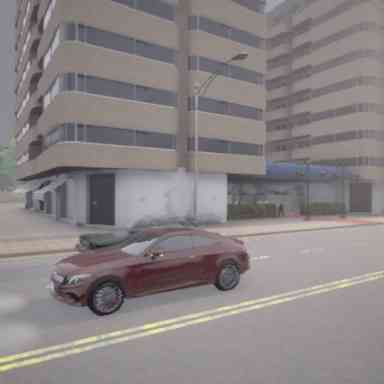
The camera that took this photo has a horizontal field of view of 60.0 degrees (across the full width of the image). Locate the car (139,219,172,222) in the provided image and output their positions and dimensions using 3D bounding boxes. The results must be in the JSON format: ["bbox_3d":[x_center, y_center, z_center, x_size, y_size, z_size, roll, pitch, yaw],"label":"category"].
[{"bbox_3d":[-1.408,1.627,11.361,4.718,1.301,1.895,0,0,-33],"label":"car"}]

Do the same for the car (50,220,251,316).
[{"bbox_3d":[-0.721,1.545,7.646,4.674,1.442,1.812,0,0,-33],"label":"car"}]
